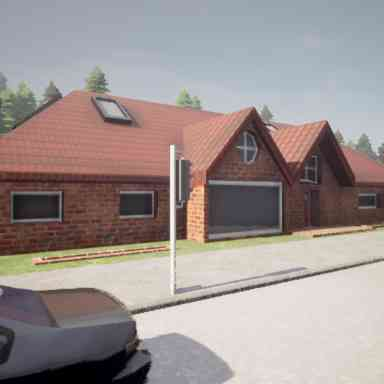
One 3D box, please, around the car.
[{"bbox_3d":[-3.010,1.547,2.615,5.357,1.411,2.033,0,0,-33],"label":"car"}]
